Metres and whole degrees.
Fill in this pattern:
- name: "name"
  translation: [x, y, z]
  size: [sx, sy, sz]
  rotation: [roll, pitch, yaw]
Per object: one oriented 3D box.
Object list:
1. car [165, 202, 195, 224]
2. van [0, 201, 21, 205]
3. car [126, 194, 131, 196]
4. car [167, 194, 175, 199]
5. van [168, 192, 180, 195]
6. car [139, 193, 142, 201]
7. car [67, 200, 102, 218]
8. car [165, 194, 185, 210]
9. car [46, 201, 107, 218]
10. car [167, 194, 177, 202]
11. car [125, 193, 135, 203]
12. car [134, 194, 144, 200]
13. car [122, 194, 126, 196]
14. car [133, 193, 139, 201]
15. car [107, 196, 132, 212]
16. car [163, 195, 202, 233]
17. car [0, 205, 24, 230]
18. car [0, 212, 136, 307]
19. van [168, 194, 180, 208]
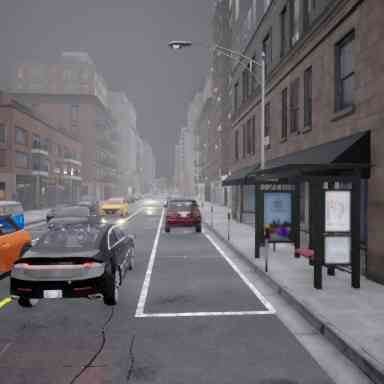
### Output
- name: "car"
  translation: [-0.969, 1.482, 24.719]
  size: [2.008, 1.369, 4.403]
  rotation: [0, 0, -4]
- name: "van"
  translation: [-8.286, 1.281, 13.354]
  size: [1.690, 1.788, 3.998]
  rotation: [0, 0, -4]
- name: "car"
  translation: [-10.971, 1.365, 51.103]
  size: [2.008, 1.369, 4.403]
  rotation: [0, 0, -4]
- name: "car"
  translation: [-5.647, 1.266, 89.424]
  size: [2.008, 1.369, 4.403]
  rotation: [0, 0, -4]
- name: "van"
  translation: [-1.748, 1.237, 35.502]
  size: [1.690, 1.788, 3.998]
  rotation: [0, 0, -4]
- name: "car"
  translation: [-12.504, 1.323, 72.674]
  size: [1.802, 1.307, 4.206]
  rotation: [0, 0, -4]
- name: "car"
  translation: [-9.437, 1.431, 29.533]
  size: [1.887, 1.381, 4.507]
  rotation: [0, 0, -4]
- name: "car"
  translation: [-2.138, 1.193, 40.895]
  size: [2.192, 1.841, 5.009]
  rotation: [0, 0, -4]
- name: "car"
  translation: [-6.023, 1.440, 17.558]
  size: [1.837, 1.490, 4.892]
  rotation: [0, 0, -4]
- name: "car"
  translation: [-4.088, 1.227, 67.855]
  size: [1.967, 1.590, 4.097]
  rotation: [0, 0, -4]
- name: "car"
  translation: [-11.354, 1.362, 56.496]
  size: [1.947, 1.339, 4.313]
  rotation: [0, 0, -4]
- name: "car"
  translation: [-13.271, 1.256, 83.459]
  size: [2.008, 1.369, 4.403]
  rotation: [0, 0, -4]
- name: "car"
  translation: [-10.575, 1.358, 45.542]
  size: [1.752, 1.417, 4.829]
  rotation: [0, 0, -4]
- name: "car"
  translation: [-11.737, 1.093, 61.888]
  size: [2.192, 1.841, 5.009]
  rotation: [0, 0, -4]
- name: "car"
  translation: [-6.884, 1.372, 29.837]
  size: [1.882, 1.535, 5.008]
  rotation: [0, 0, -4]
- name: "car"
  translation: [-0.579, 1.265, 19.326]
  size: [2.192, 1.841, 5.009]
  rotation: [0, 0, -4]
- name: "car"
  translation: [-5.320, 1.321, 7.211]
  size: [2.097, 1.767, 4.553]
  rotation: [0, 0, -3]
- name: "car"
  translation: [-2.478, 1.469, 7.932]
  size: [2.128, 1.511, 4.902]
  rotation: [0, 0, -4]
- name: "van"
  translation: [-2.528, 1.200, 46.287]
  size: [1.690, 1.788, 3.998]
  rotation: [0, 0, -4]
